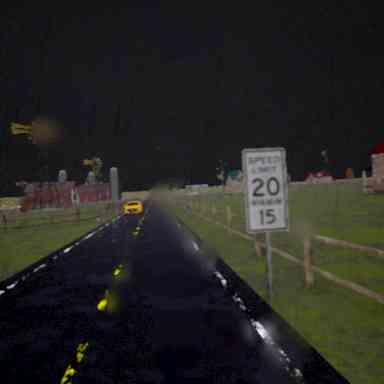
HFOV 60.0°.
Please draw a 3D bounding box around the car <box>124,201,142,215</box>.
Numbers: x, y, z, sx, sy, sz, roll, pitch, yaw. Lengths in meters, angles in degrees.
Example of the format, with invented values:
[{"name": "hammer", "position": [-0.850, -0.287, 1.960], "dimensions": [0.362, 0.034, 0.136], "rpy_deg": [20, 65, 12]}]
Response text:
[{"name": "car", "position": [-6.992, 1.869, 39.896], "dimensions": [1.882, 1.535, 5.008], "rpy_deg": [-4, 0, -6]}]
